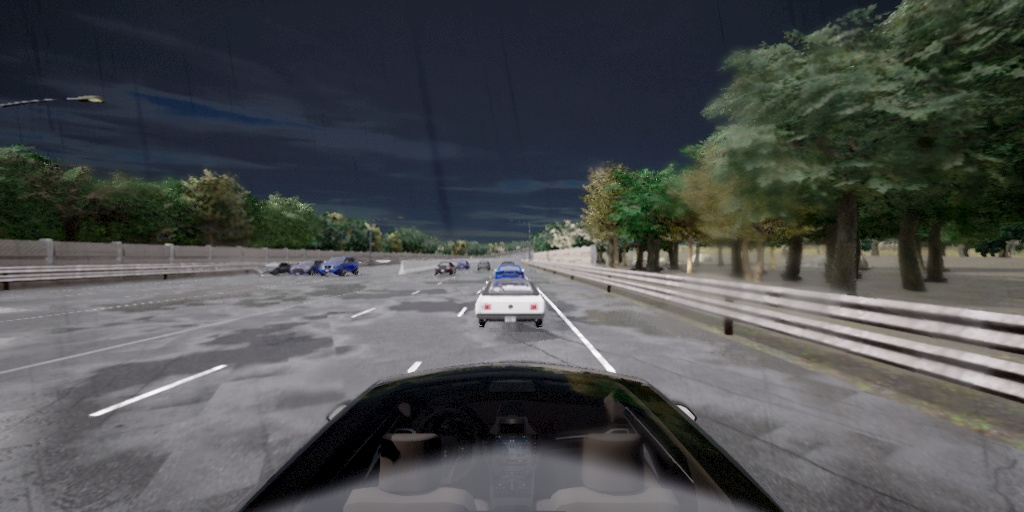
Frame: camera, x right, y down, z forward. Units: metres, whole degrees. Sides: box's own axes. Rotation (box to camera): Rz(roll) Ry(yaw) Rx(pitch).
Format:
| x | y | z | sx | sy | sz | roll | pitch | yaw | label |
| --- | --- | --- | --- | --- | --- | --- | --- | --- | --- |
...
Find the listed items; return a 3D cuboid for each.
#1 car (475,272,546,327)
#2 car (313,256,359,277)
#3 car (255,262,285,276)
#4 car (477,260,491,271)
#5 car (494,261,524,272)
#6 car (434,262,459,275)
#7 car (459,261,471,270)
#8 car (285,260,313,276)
| x | y | z | sx | sy | sz | roll | pitch | yaw | label |
| --- | --- | --- | --- | --- | --- | --- | --- | --- | --- |
| -0.047 | 1.375 | 11.629 | 1.895 | 1.301 | 4.718 | 0 | 0 | 0 | car |
| -18.025 | 1.068 | 37.614 | 2.150 | 2.045 | 5.566 | 0 | 0 | -1 | car |
| -25.038 | 1.370 | 38.108 | 1.812 | 1.442 | 4.674 | 0 | 0 | -1 | car |
| -4.185 | 1.399 | 54.151 | 2.128 | 1.511 | 4.902 | 0 | 0 | -1 | car |
| -0.185 | 1.290 | 23.876 | 1.882 | 1.535 | 5.008 | 0 | -1 | -2 | car |
| -7.383 | 1.388 | 40.155 | 1.812 | 1.442 | 4.674 | 0 | 0 | -1 | car |
| -7.750 | 1.444 | 57.200 | 1.812 | 1.442 | 4.674 | 0 | 0 | -1 | car |
| -21.535 | 1.199 | 38.219 | 2.097 | 1.767 | 4.553 | 0 | 0 | -1 | car |
